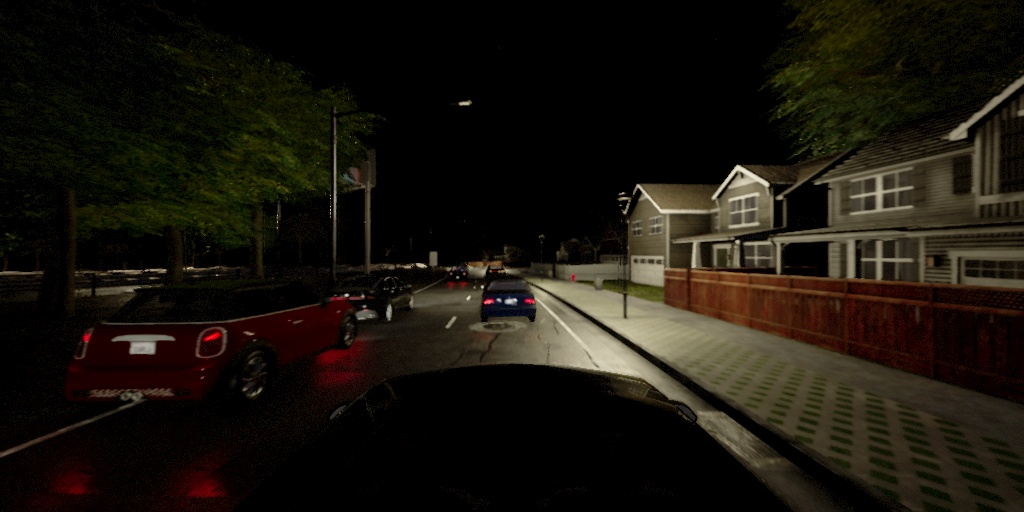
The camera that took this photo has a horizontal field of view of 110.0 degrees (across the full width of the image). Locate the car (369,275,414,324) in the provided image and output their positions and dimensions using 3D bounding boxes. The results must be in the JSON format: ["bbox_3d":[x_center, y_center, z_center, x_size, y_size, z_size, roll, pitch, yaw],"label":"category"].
[{"bbox_3d":[-4.780,1.401,12.584,1.837,1.490,4.892,0,-1,-2],"label":"car"}]

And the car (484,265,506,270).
[{"bbox_3d":[-1.616,1.606,34.308,2.128,1.511,4.902,0,-1,-5],"label":"car"}]

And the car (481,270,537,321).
[{"bbox_3d":[-0.177,1.428,13.114,2.033,1.411,5.357,0,-1,-2],"label":"car"}]

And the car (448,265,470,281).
[{"bbox_3d":[-5.318,1.754,36.051,1.895,1.301,4.718,0,-1,-5],"label":"car"}]

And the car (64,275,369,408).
[{"bbox_3d":[-4.600,1.177,6.548,2.097,1.767,4.553,0,-1,-1],"label":"car"}]
